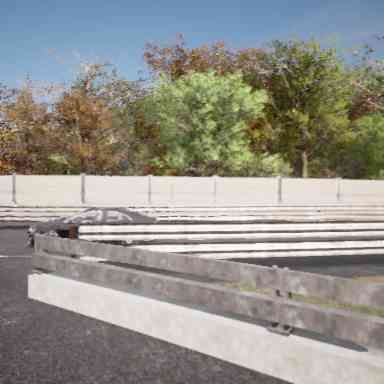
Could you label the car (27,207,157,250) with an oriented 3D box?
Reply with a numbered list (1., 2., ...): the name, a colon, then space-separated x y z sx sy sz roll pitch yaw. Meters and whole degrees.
1. car: -3.694 1.365 12.859 4.902 1.511 2.128 0 1 -4
